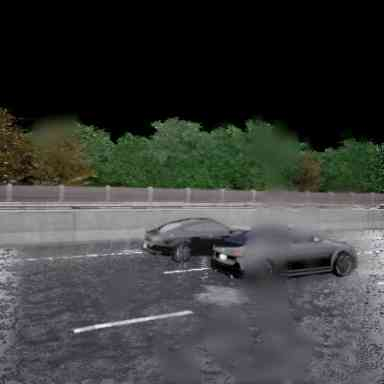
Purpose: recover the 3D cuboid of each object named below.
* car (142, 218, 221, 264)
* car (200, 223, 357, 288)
[{"bbox_3d":[0.481,1.683,12.311,4.674,1.442,1.812,1,0,-25],"label":"car"},{"bbox_3d":[2.611,1.678,9.461,4.181,1.385,1.994,1,-2,-25],"label":"car"}]
